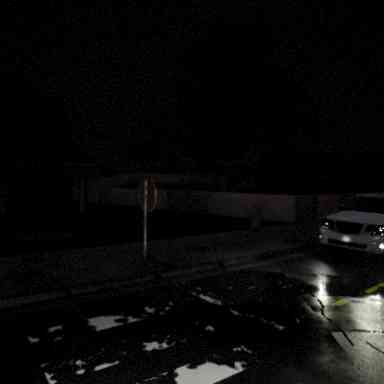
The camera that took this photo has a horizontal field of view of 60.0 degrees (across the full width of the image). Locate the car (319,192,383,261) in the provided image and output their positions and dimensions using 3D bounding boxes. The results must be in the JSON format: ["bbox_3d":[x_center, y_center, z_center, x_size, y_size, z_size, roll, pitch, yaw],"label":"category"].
[{"bbox_3d":[6.703,1.044,11.693,5.566,2.045,2.150,0,3,-40],"label":"car"}]
